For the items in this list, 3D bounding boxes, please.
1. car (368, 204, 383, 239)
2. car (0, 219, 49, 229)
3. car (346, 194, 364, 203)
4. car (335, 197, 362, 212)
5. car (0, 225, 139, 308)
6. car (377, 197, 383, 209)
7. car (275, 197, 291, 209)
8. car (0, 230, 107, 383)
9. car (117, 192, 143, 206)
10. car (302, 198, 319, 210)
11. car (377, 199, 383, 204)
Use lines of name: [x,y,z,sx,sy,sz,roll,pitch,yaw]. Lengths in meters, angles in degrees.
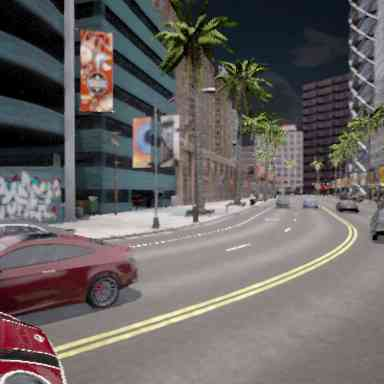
car: [9.944,1.524,16.564,2.033,1.411,5.357,0,0,27]
car: [-5.514,1.519,8.855,4.902,1.511,2.128,0,0,-40]
car: [35.563,1.278,72.302,2.185,1.767,4.553,0,0,18]
car: [17.369,1.528,37.337,1.994,1.385,4.181,0,0,18]
car: [-3.228,1.543,6.223,4.674,1.442,1.812,0,0,-40]
car: [26.487,1.418,44.364,2.231,1.521,4.892,0,0,18]
car: [12.466,1.493,45.463,1.837,1.490,4.892,0,0,18]
car: [-3.061,1.366,1.830,4.553,1.767,2.097,0,0,-34]
car: [-9.031,1.096,47.994,2.435,2.045,5.566,0,0,18]
car: [15.589,1.501,43.748,1.812,1.442,4.674,0,0,18]
car: [19.398,1.458,32.304,1.837,1.490,4.892,0,0,18]
